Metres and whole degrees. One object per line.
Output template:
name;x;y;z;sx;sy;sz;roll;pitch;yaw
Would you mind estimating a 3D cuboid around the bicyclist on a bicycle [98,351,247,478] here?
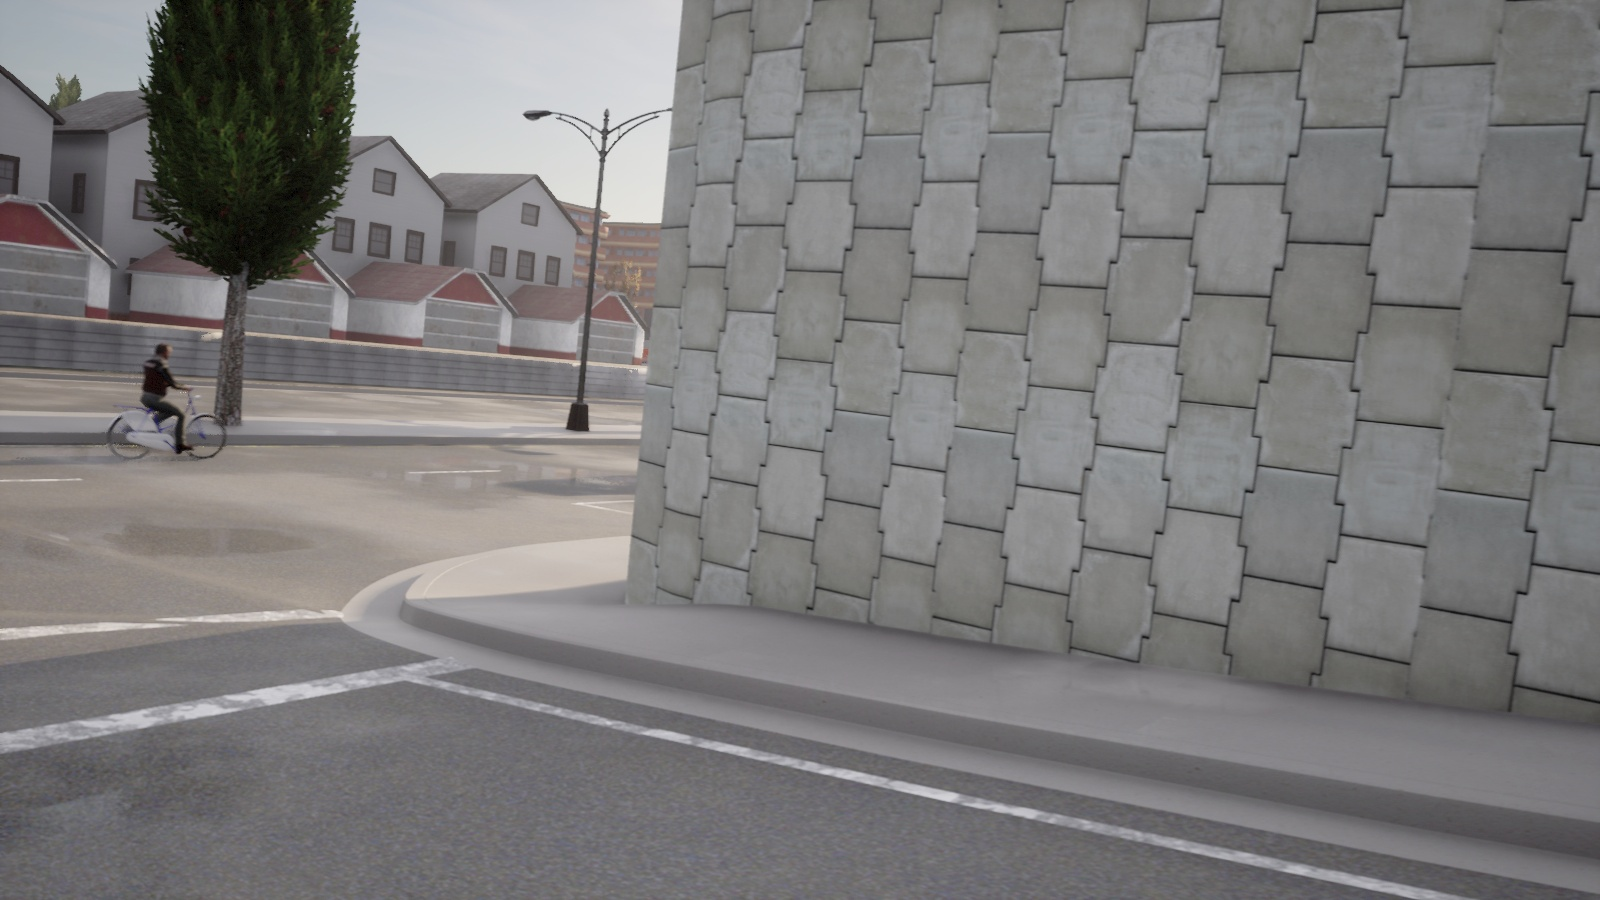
bicyclist on a bicycle;-9.359;-0.530;18.787;0.659;1.776;1.843;7;5;32
